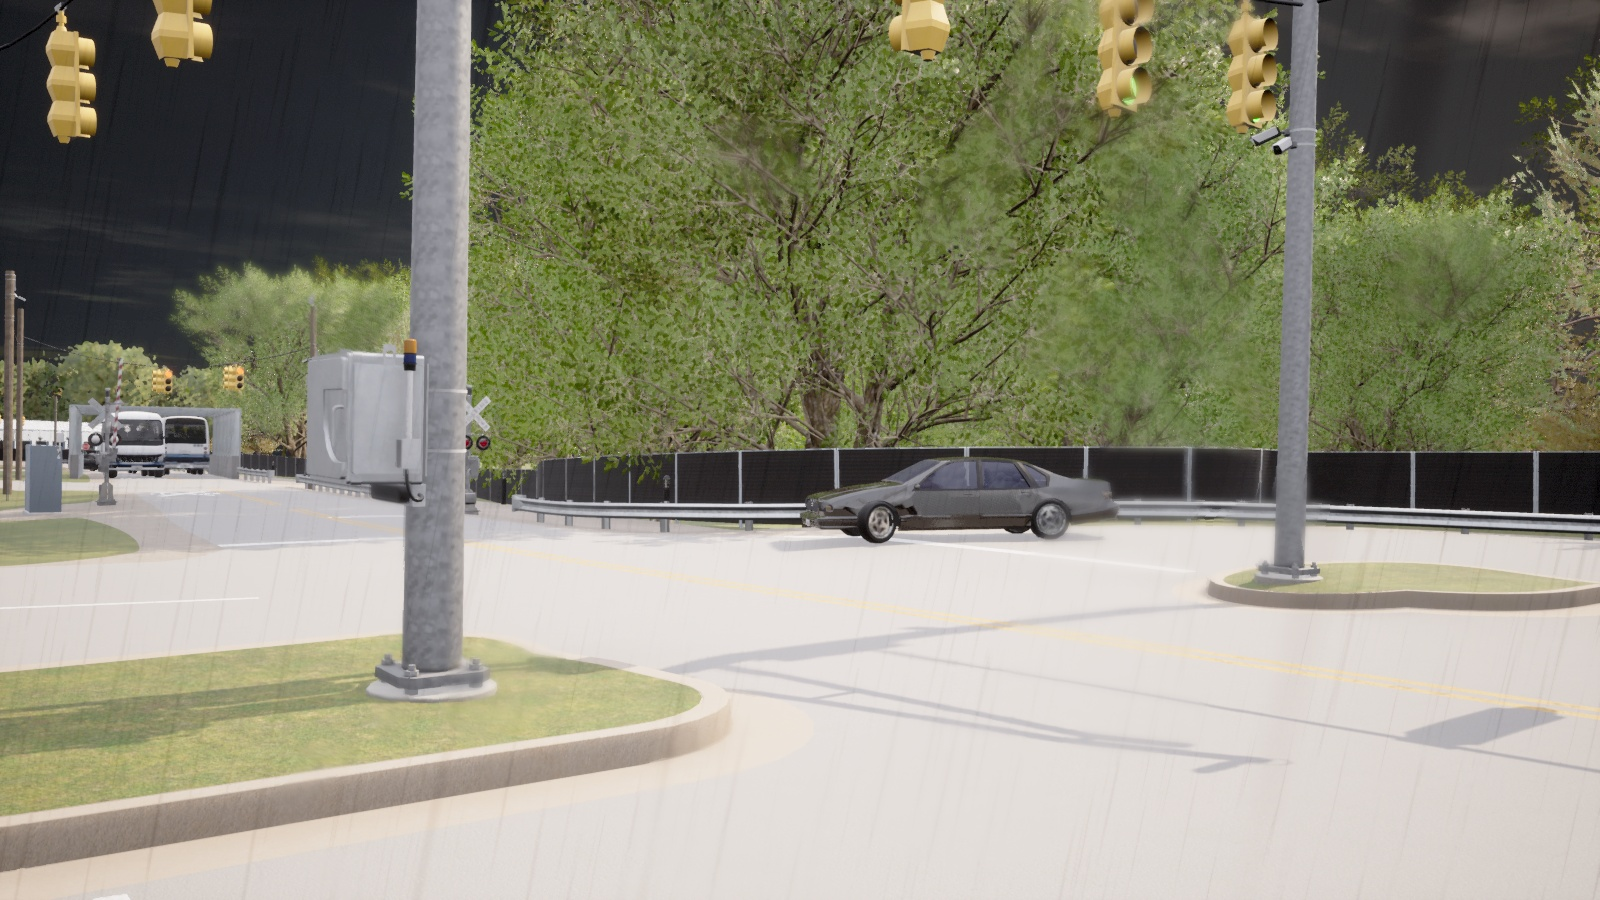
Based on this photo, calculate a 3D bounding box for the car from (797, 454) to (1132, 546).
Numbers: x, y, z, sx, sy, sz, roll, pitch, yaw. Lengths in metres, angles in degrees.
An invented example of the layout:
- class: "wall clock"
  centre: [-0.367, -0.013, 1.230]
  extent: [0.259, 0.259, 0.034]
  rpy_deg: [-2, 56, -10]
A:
- class: "car"
  centre: [2.767, 0.806, 21.674]
  extent: [5.357, 1.411, 2.033]
  rpy_deg: [-1, 0, -11]

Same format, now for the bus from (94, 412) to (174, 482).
- class: "bus"
  centre: [-43.535, -0.154, 81.912]
  extent: [3.944, 4.253, 10.273]
  rpy_deg: [0, 0, -31]
